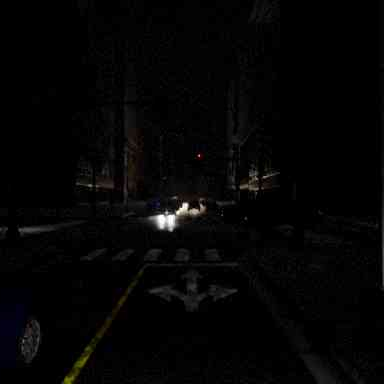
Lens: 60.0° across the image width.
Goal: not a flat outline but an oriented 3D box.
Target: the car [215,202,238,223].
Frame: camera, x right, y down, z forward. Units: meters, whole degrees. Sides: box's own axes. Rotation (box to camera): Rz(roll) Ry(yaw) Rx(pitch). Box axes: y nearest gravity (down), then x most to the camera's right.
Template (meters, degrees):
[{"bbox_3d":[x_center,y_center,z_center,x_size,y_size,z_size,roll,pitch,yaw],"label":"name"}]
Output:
[{"bbox_3d":[5.001,1.606,27.863,5.566,2.045,2.150,3,-1,0],"label":"car"}]

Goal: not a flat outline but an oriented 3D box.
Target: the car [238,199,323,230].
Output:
[{"bbox_3d":[6.546,1.598,23.950,5.566,2.045,2.150,2,-1,-10],"label":"car"}]

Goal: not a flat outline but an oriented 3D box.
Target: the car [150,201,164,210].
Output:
[{"bbox_3d":[-5.597,2.174,54.259,1.802,1.307,4.206,0,-1,0],"label":"car"}]

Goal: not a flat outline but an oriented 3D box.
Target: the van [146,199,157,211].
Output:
[{"bbox_3d":[-5.634,1.876,48.613,1.690,1.788,3.998,0,-1,0],"label":"van"}]

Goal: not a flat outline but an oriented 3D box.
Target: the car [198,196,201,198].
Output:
[{"bbox_3d":[3.190,2.538,93.745,1.802,1.307,4.206,0,0,0],"label":"car"}]

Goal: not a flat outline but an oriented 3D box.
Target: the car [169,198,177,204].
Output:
[{"bbox_3d":[-5.334,2.501,93.798,1.887,1.381,4.507,0,0,0],"label":"car"}]

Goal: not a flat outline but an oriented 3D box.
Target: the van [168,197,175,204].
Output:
[{"bbox_3d":[-5.371,2.249,88.152,1.690,1.788,3.998,0,-1,0],"label":"van"}]

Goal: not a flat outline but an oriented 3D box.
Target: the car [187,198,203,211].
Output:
[{"bbox_3d":[0.314,2.058,50.335,1.837,1.490,4.892,0,0,1],"label":"car"}]

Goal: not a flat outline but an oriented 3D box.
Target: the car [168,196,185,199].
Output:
[{"bbox_3d":[-2.770,2.004,60.276,2.097,1.767,4.553,0,-1,1],"label":"car"}]

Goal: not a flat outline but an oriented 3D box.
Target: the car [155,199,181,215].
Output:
[{"bbox_3d":[-2.918,1.948,41.091,2.128,1.511,4.902,0,-1,1],"label":"car"}]

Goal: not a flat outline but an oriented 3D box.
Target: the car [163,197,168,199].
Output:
[{"bbox_3d":[-5.521,2.143,65.558,1.967,1.590,4.097,0,-1,0],"label":"car"}]

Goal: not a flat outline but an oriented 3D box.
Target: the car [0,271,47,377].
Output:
[{"bbox_3d":[-3.033,1.564,3.108,1.812,1.442,4.674,0,-1,1],"label":"car"}]

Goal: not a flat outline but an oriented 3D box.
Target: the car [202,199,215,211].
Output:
[{"bbox_3d":[2.891,2.100,48.555,1.947,1.339,4.313,0,-1,0],"label":"car"}]

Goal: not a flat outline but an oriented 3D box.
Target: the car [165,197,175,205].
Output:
[{"bbox_3d":[-5.408,2.173,82.504,2.192,1.841,5.009,0,-1,0],"label":"car"}]

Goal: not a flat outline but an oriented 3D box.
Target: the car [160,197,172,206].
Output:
[{"bbox_3d":[-5.483,2.071,71.207,2.192,1.841,5.009,0,-1,0],"label":"car"}]

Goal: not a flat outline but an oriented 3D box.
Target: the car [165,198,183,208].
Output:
[{"bbox_3d":[-2.855,2.032,50.530,1.882,1.535,5.008,0,-1,0],"label":"car"}]
